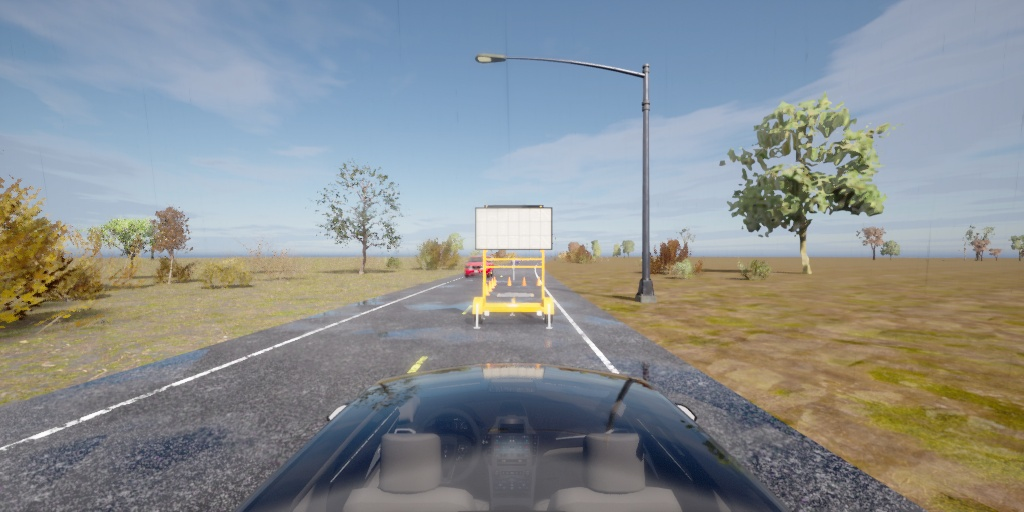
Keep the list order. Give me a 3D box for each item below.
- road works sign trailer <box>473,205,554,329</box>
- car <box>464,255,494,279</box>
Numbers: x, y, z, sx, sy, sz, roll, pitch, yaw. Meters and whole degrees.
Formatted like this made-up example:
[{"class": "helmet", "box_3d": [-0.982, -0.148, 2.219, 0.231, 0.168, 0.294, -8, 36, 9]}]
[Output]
[{"class": "road works sign trailer", "box_3d": [0.057, 0.214, 11.270, 2.380, 3.560, 2.880, 0, 0, 1]}, {"class": "car", "box_3d": [-2.940, 0.968, 33.089, 2.150, 2.045, 5.566, 0, 0, 2]}]
